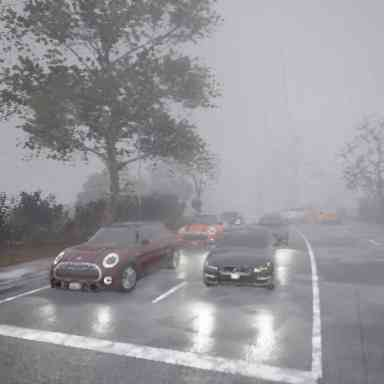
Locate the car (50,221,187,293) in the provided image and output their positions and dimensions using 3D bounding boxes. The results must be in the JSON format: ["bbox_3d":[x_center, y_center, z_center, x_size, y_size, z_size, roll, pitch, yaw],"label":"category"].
[{"bbox_3d":[-2.068,1.747,10.167,2.097,1.767,4.553,-2,-2,20],"label":"car"}]

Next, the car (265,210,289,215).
[{"bbox_3d":[6.960,2.559,28.611,1.837,1.490,4.892,-1,-3,12],"label":"car"}]

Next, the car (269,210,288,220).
[{"bbox_3d":[13.393,3.555,51.950,1.837,1.490,4.892,-1,-3,2],"label":"car"}]

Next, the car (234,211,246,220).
[{"bbox_3d":[3.259,2.444,28.171,2.097,1.767,4.553,-2,-3,12],"label":"car"}]

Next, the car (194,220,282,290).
[{"bbox_3d":[1.694,1.840,10.279,1.837,1.490,4.892,-2,-2,16],"label":"car"}]

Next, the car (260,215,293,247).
[{"bbox_3d":[4.448,2.198,18.738,1.994,1.385,4.181,-2,-3,16],"label":"car"}]

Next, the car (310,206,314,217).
[{"bbox_3d":[16.839,3.094,49.640,2.150,2.045,5.566,-1,-3,3],"label":"car"}]

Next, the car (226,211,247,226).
[{"bbox_3d":[5.153,3.035,38.153,2.128,1.511,4.902,-1,-3,8],"label":"car"}]

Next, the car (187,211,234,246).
[{"bbox_3d":[0.767,2.039,18.640,2.097,1.767,4.553,-2,-3,16],"label":"car"}]

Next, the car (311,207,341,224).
[{"bbox_3d":[15.954,2.875,39.161,1.882,1.535,5.008,-1,-3,7],"label":"car"}]

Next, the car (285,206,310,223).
[{"bbox_3d":[12.754,2.804,41.850,2.150,2.045,5.566,-1,-3,6],"label":"car"}]
